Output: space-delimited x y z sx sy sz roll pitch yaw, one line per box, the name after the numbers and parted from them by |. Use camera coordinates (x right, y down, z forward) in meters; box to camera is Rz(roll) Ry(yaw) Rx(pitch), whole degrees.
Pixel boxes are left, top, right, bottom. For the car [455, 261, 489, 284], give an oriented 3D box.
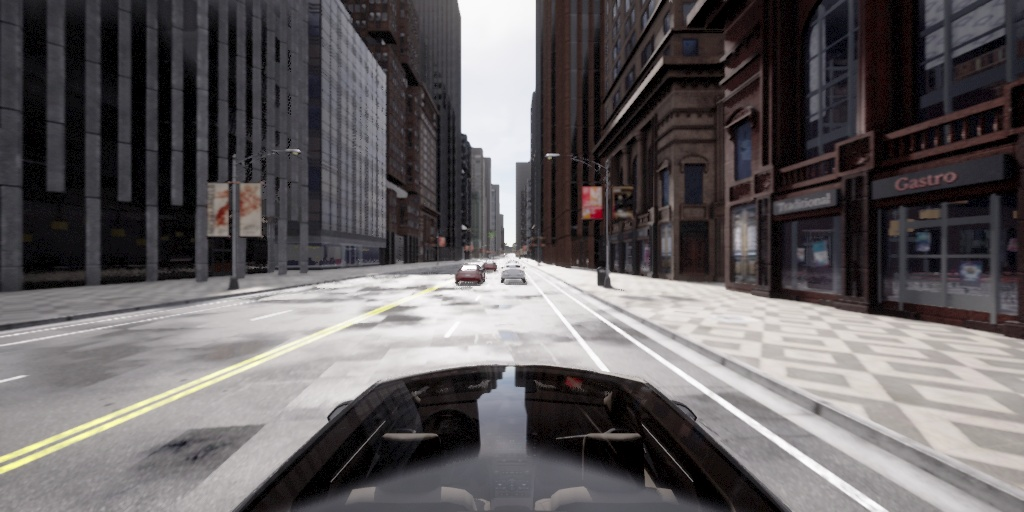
-3.147 1.327 27.594 1.994 1.385 4.181 0 0 0 | car

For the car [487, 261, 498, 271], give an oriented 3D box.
-3.147 1.356 51.087 1.994 1.385 4.181 0 0 0 | car

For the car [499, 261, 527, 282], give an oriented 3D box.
0.102 1.290 28.777 1.812 1.442 4.674 0 0 0 | car
